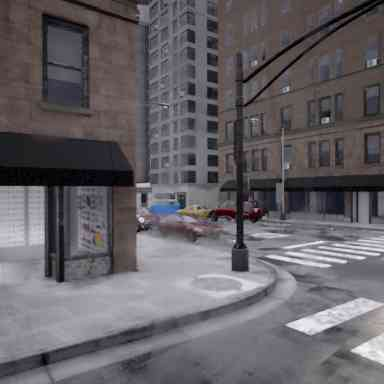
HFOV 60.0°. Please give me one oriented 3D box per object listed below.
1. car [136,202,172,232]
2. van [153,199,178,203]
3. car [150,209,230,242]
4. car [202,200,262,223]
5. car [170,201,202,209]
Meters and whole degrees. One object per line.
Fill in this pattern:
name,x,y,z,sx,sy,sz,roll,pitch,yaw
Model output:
car,-3.459,1.717,22.094,1.967,1.590,4.097,-1,0,-36
van,-2.971,1.710,36.010,1.690,1.788,3.998,-1,0,-36
car,-0.240,1.789,17.626,1.802,1.307,4.206,-1,0,-36
car,3.458,1.542,27.074,2.192,1.841,5.009,-1,0,-36
car,0.148,1.825,31.680,1.752,1.417,4.829,-1,0,-36
